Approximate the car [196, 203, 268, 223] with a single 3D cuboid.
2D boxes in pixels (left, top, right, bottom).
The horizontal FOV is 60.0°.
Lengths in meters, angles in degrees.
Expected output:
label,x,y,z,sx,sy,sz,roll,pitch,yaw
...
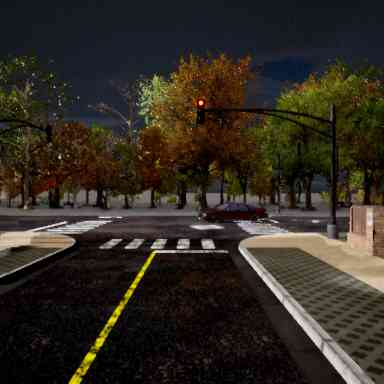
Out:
label,x,y,z,sx,sy,sz,roll,pitch,yaw
car,3.089,1.559,25.222,5.357,1.411,2.033,0,0,-17
